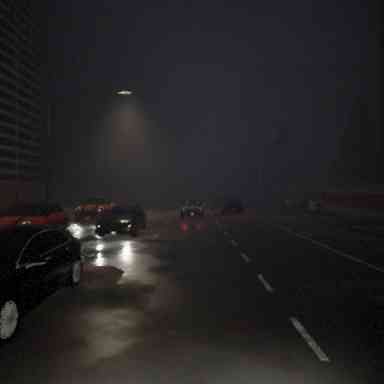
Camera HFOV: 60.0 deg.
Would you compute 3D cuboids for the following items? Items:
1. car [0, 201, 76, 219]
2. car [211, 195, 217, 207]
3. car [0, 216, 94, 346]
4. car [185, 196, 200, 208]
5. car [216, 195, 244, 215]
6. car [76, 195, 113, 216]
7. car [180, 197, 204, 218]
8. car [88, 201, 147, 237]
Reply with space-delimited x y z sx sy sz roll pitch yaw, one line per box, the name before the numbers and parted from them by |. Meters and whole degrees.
car | -7.008 1.237 14.395 2.097 1.767 4.553 0 1 0
car | 3.588 1.132 43.965 1.882 1.535 5.008 0 0 0
car | -3.570 1.455 6.325 1.837 1.490 4.892 0 0 0
car | 0.085 1.258 43.479 1.895 1.301 4.718 0 0 0
car | 3.558 1.238 30.346 1.882 1.535 5.008 0 1 1
car | -6.990 1.157 24.573 2.097 1.767 4.553 0 0 0
car | 0.033 1.382 27.721 1.895 1.301 4.718 0 0 1
car | -3.493 1.409 17.429 2.033 1.411 5.357 0 0 0
